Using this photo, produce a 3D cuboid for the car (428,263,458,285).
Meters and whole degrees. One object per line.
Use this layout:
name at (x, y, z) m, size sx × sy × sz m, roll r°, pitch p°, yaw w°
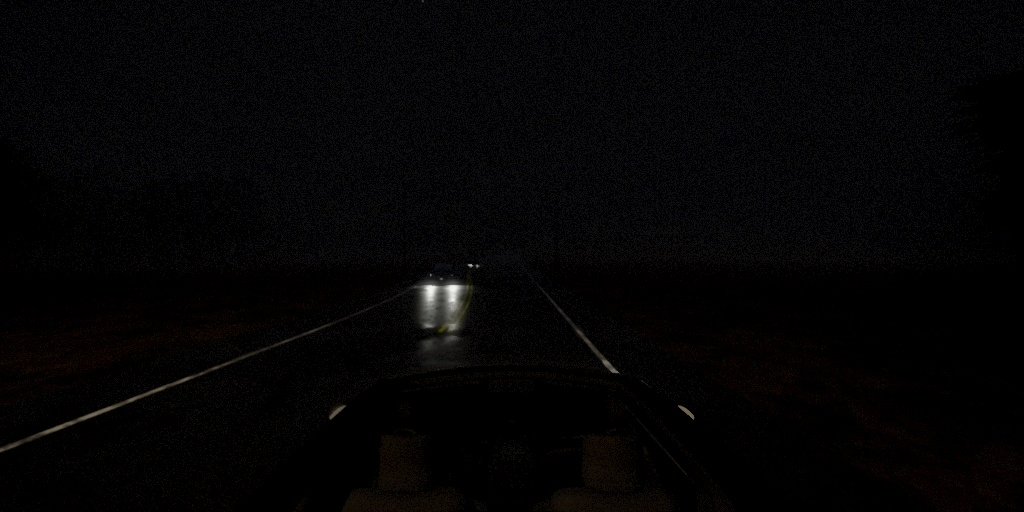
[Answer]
car at (-4.893, 1.219, 25.799) m, size 1.812 × 1.442 × 4.674 m, roll 0°, pitch 0°, yaw -7°
